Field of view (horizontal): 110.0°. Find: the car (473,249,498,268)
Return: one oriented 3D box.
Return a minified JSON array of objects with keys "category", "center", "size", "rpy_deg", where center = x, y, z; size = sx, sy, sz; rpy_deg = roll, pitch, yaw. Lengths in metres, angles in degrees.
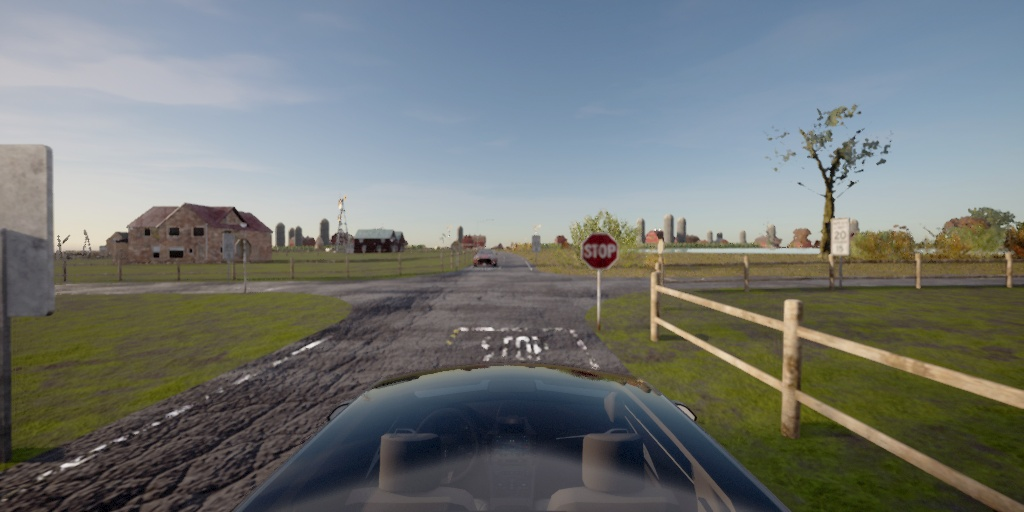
[{"category":"car","center":[-2.416,0.095,33.991],"size":[2.097,1.767,4.553],"rpy_deg":[0,1,1]}]
